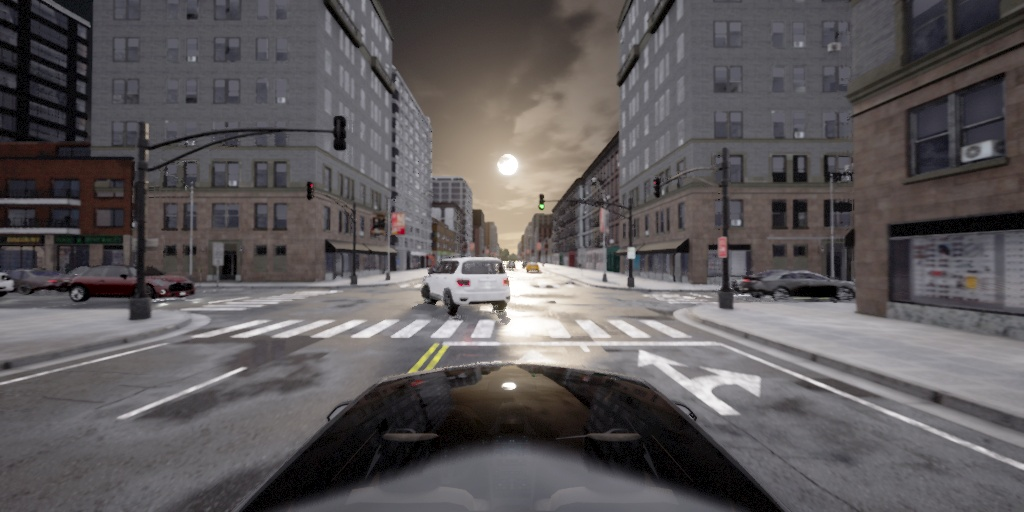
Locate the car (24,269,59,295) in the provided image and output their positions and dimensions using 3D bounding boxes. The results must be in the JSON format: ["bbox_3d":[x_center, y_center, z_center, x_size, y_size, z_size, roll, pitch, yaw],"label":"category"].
[{"bbox_3d":[-27.674,1.450,20.264,5.357,1.411,2.033,0,-1,0],"label":"car"}]

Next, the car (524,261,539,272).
[{"bbox_3d":[3.312,1.748,57.910,1.882,1.535,5.008,0,-1,0],"label":"car"}]

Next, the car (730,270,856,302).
[{"bbox_3d":[13.858,1.425,17.420,4.902,1.511,2.128,0,-1,2],"label":"car"}]

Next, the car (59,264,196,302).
[{"bbox_3d":[-18.112,1.226,17.299,4.553,1.767,2.097,0,-1,0],"label":"car"}]

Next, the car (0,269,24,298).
[{"bbox_3d":[-27.937,1.086,17.322,5.566,2.045,2.150,0,-1,0],"label":"car"}]

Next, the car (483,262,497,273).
[{"bbox_3d":[-3.284,1.741,54.004,1.837,1.490,4.892,0,-1,0],"label":"car"}]

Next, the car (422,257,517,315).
[{"bbox_3d":[-2.005,1.085,14.571,2.150,2.045,5.566,1,-1,-26],"label":"car"}]

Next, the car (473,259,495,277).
[{"bbox_3d":[-3.348,1.366,43.868,2.150,2.045,5.566,0,-1,0],"label":"car"}]
